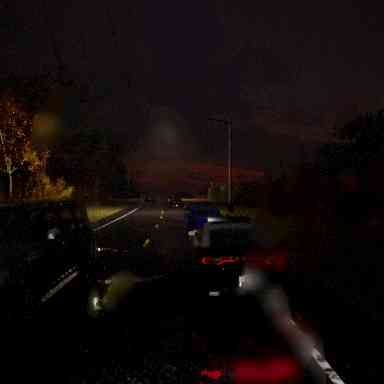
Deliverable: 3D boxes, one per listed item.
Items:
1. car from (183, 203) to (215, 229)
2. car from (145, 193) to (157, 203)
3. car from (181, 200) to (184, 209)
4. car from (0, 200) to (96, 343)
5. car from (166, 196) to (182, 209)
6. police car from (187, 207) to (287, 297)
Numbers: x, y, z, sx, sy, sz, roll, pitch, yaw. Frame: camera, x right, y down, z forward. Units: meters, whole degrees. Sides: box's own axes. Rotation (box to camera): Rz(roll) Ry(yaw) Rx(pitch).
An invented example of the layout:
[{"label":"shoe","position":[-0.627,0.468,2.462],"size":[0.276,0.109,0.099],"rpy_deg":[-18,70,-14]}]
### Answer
[{"label":"car","position":[0.640,1.479,18.707],"size":[1.882,1.535,5.008],"rpy_deg":[0,0,-2]},{"label":"car","position":[-8.302,1.203,67.080],"size":[2.150,2.045,5.566],"rpy_deg":[0,0,-8]},{"label":"car","position":[0.357,1.522,24.735],"size":[1.812,1.442,4.674],"rpy_deg":[0,0,-3]},{"label":"car","position":[-3.613,1.223,6.788],"size":[2.150,2.045,5.566],"rpy_deg":[0,0,-1]},{"label":"car","position":[-2.203,1.499,45.612],"size":[1.837,1.490,4.892],"rpy_deg":[0,0,-5]},{"label":"police car","position":[0.947,1.427,8.766],"size":[1.930,1.638,5.238],"rpy_deg":[0,0,-1]}]
